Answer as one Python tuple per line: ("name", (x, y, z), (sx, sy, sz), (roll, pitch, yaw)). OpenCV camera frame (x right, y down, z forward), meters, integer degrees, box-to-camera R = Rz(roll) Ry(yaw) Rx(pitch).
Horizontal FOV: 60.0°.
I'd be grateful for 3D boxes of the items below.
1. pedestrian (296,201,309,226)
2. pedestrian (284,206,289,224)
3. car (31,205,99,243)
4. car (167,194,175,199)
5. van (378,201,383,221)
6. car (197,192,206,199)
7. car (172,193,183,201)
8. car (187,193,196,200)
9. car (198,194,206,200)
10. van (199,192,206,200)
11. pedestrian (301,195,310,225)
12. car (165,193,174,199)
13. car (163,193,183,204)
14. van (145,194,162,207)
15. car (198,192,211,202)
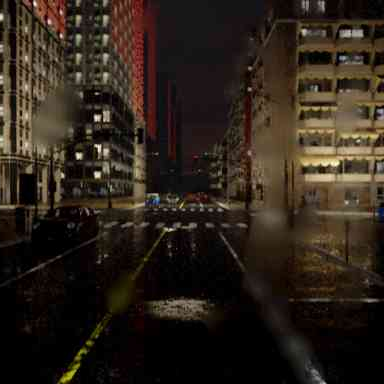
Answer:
("pedestrian", (6.474, 1.340, 19.553), (0.375, 1.300, 0.375), (0, 0, 0))
("pedestrian", (5.977, 1.434, 20.752), (0.500, 1.100, 0.500), (0, 0, 0))
("car", (-5.710, 1.374, 15.403), (1.967, 1.590, 4.097), (0, 0, 0))
("car", (-5.807, 1.173, 92.114), (1.752, 1.417, 4.829), (0, 0, 0))
("van", (16.897, 1.593, 26.165), (3.998, 1.788, 1.690), (1, -1, 0))
("car", (2.573, 0.962, 92.295), (2.192, 1.841, 5.009), (0, 0, 0))
("car", (-3.088, 1.074, 71.145), (2.097, 1.767, 4.553), (0, 0, 0))
("car", (-0.094, 1.045, 77.315), (2.097, 1.767, 4.553), (0, 0, 0))
("car", (2.581, 1.216, 86.745), (2.008, 1.369, 4.403), (0, 0, 0))
("van", (2.587, 1.025, 81.194), (1.690, 1.788, 3.998), (0, 0, 0))
("pedestrian", (6.757, 1.072, 20.152), (0.375, 1.860, 0.375), (0, 0, 0))
("car", (-5.800, 1.105, 86.733), (1.967, 1.590, 4.097), (0, 0, 0))
("car", (-3.139, 1.127, 55.643), (2.097, 1.767, 4.553), (0, 0, 0))
("van", (-5.751, 1.145, 47.877), (1.690, 1.788, 3.998), (0, 0, 0))
("car", (2.608, 1.058, 64.541), (2.192, 1.841, 5.009), (0, 0, 0))
